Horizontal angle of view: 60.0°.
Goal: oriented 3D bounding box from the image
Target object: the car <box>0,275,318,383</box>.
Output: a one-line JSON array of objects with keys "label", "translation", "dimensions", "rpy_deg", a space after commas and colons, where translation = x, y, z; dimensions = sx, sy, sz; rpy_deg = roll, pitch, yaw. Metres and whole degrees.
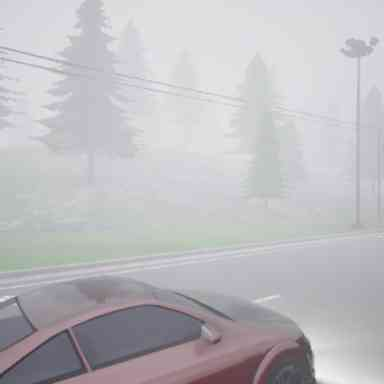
[{"label": "car", "translation": [-0.672, 1.577, 3.268], "dimensions": [4.181, 1.385, 1.994], "rpy_deg": [1, 0, -35]}]
